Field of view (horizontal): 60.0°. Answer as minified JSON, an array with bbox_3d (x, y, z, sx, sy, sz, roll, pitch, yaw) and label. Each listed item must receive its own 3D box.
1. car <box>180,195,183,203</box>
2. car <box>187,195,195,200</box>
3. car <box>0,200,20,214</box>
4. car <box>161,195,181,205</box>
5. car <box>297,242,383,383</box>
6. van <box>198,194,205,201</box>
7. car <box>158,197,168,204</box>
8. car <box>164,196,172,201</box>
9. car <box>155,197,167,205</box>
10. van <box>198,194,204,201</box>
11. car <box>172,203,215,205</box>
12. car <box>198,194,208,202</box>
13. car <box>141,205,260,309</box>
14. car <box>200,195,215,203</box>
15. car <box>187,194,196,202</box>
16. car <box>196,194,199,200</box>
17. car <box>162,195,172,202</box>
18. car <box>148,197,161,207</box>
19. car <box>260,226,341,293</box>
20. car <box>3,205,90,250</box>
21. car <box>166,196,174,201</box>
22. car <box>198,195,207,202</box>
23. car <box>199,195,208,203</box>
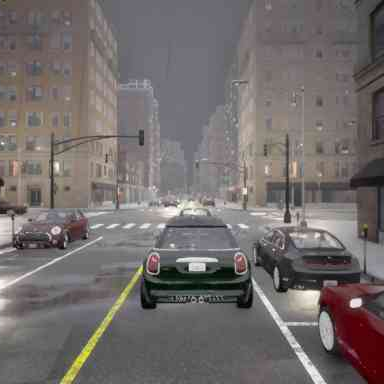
[{"bbox_3d":[-3.118,1.661,60.002,1.895,1.301,4.718,0,0,0],"label":"car"},{"bbox_3d":[-0.249,1.543,90.051,1.994,1.385,4.181,0,0,0],"label":"car"},{"bbox_3d":[-17.594,1.403,30.197,5.008,1.535,1.882,0,0,-2],"label":"car"},{"bbox_3d":[-3.062,1.587,49.339,2.033,1.411,5.357,0,0,0],"label":"car"},{"bbox_3d":[2.684,1.545,3.154,1.887,1.381,4.507,0,0,0],"label":"car"},{"bbox_3d":[2.453,1.481,85.615,1.690,1.788,3.998,0,0,0],"label":"van"},{"bbox_3d":[-5.960,1.665,69.041,1.802,1.307,4.206,0,0,0],"label":"car"},{"bbox_3d":[-6.073,1.721,85.565,1.802,1.307,4.206,0,0,0],"label":"car"},{"bbox_3d":[-5.922,1.613,63.533,1.887,1.381,4.507,0,0,0],"label":"car"},{"bbox_3d":[2.415,1.504,91.122,1.690,1.788,3.998,0,0,0],"label":"van"},{"bbox_3d":[0.139,1.497,15.345,2.128,1.511,4.902,0,0,0],"label":"car"},{"bbox_3d":[2.602,1.595,63.756,1.752,1.417,4.829,0,0,0],"label":"car"},{"bbox_3d":[0.069,1.355,8.043,2.097,1.767,4.553,0,0,-1],"label":"car"},{"bbox_3d":[2.679,1.590,52.572,1.887,1.381,4.507,0,0,0],"label":"car"},{"bbox_3d":[-0.181,1.707,80.076,1.895,1.301,4.718,0,0,0],"label":"car"},{"bbox_3d":[2.566,1.399,69.094,2.192,1.841,5.009,0,0,0],"label":"car"},{"bbox_3d":[-6.035,1.559,80.058,1.967,1.590,4.097,0,0,0],"label":"car"},{"bbox_3d":[-5.847,1.595,52.517,2.008,1.369,4.403,0,0,0],"label":"car"},{"bbox_3d":[2.698,1.553,8.645,2.008,1.369,4.403,0,0,0],"label":"car"},{"bbox_3d":[-5.813,1.445,14.156,1.967,1.590,4.097,0,0,0],"label":"car"},{"bbox_3d":[-6.111,1.728,91.073,1.947,1.339,4.313,0,0,0],"label":"car"},{"bbox_3d":[2.491,1.559,80.107,1.967,1.590,4.097,0,0,0],"label":"car"},{"bbox_3d":[2.528,1.541,74.601,1.967,1.590,4.097,0,0,0],"label":"car"}]
